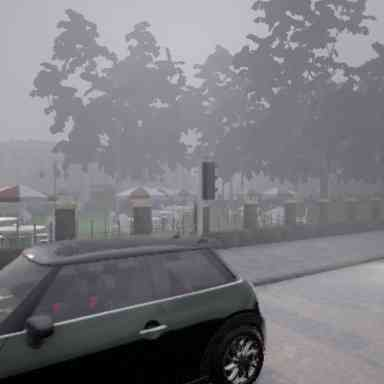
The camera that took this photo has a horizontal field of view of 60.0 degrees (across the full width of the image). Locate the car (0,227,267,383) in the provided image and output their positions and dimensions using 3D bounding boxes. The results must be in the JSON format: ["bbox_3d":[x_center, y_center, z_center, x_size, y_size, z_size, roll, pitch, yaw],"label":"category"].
[{"bbox_3d":[-1.361,1.352,3.643,4.553,1.767,2.097,0,0,-34],"label":"car"}]
